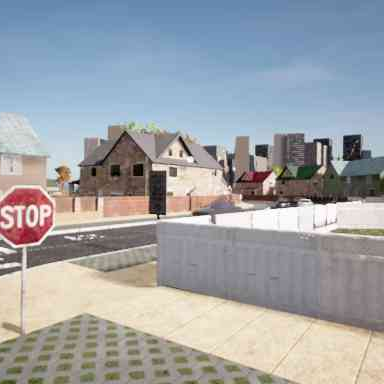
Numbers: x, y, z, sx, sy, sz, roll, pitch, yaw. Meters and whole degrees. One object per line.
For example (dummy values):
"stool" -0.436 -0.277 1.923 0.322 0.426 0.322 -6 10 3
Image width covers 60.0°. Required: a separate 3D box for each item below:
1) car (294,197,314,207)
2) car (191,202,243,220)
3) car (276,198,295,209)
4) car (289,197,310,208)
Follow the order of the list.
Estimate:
"car" 14.000 1.598 41.114 1.812 1.442 4.674 1 0 20
"car" 2.140 1.523 26.431 2.033 1.411 5.357 2 1 37
"car" 12.429 1.506 45.178 2.128 1.511 4.902 1 0 16
"car" 16.443 1.547 51.105 2.128 1.511 4.902 1 0 7
